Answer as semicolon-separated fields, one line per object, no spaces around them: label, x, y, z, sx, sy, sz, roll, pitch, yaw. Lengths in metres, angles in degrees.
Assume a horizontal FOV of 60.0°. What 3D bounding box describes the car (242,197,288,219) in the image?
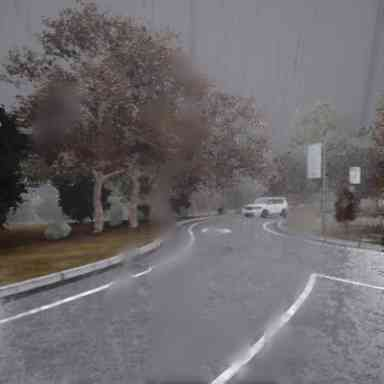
car;7.275;1.513;32.700;5.566;2.045;2.150;1;-1;-43
